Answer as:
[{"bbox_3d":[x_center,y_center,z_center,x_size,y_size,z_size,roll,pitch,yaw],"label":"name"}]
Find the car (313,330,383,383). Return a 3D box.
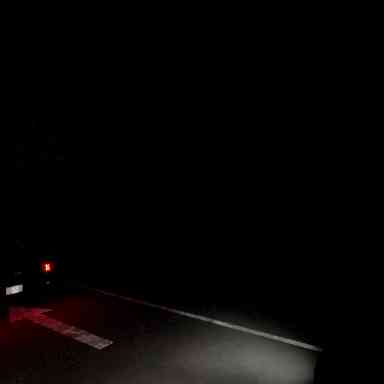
[{"bbox_3d":[3.061,1.526,1.733,4.674,1.442,1.812,0,0,36],"label":"car"}]

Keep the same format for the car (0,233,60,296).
[{"bbox_3d":[-5.231,1.601,7.732,4.718,1.301,1.895,0,0,36],"label":"car"}]
